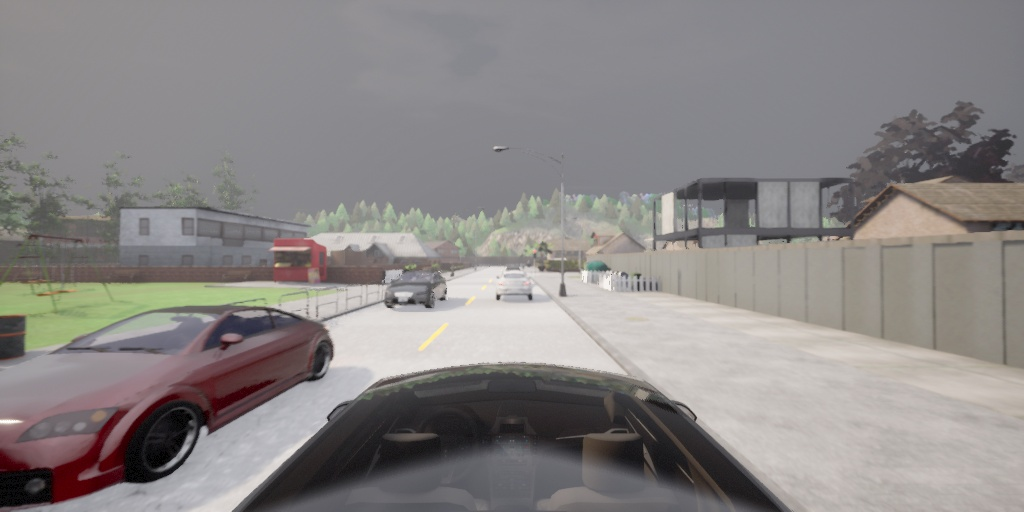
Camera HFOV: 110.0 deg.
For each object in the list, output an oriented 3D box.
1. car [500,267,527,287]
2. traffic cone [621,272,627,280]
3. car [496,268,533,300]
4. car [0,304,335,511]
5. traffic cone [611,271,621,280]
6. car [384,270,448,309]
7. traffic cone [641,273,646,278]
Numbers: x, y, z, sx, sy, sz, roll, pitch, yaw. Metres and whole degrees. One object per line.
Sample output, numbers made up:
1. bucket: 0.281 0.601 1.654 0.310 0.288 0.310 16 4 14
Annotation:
1. car: 0.101 1.632 29.131 1.994 1.385 4.181 0 -1 0
2. traffic cone: 11.390 1.965 36.889 0.344 0.586 0.344 0 0 0
3. car: 0.108 1.477 19.042 1.812 1.442 4.674 0 -1 0
4. car: -4.092 1.347 4.545 1.994 1.385 4.181 0 -1 1
5. traffic cone: 10.391 1.977 35.849 0.344 0.586 0.344 0 0 0
6. car: -4.086 1.408 15.922 2.128 1.511 4.902 0 -1 0
7. traffic cone: 15.798 2.038 42.342 0.344 0.586 0.344 0 0 0
